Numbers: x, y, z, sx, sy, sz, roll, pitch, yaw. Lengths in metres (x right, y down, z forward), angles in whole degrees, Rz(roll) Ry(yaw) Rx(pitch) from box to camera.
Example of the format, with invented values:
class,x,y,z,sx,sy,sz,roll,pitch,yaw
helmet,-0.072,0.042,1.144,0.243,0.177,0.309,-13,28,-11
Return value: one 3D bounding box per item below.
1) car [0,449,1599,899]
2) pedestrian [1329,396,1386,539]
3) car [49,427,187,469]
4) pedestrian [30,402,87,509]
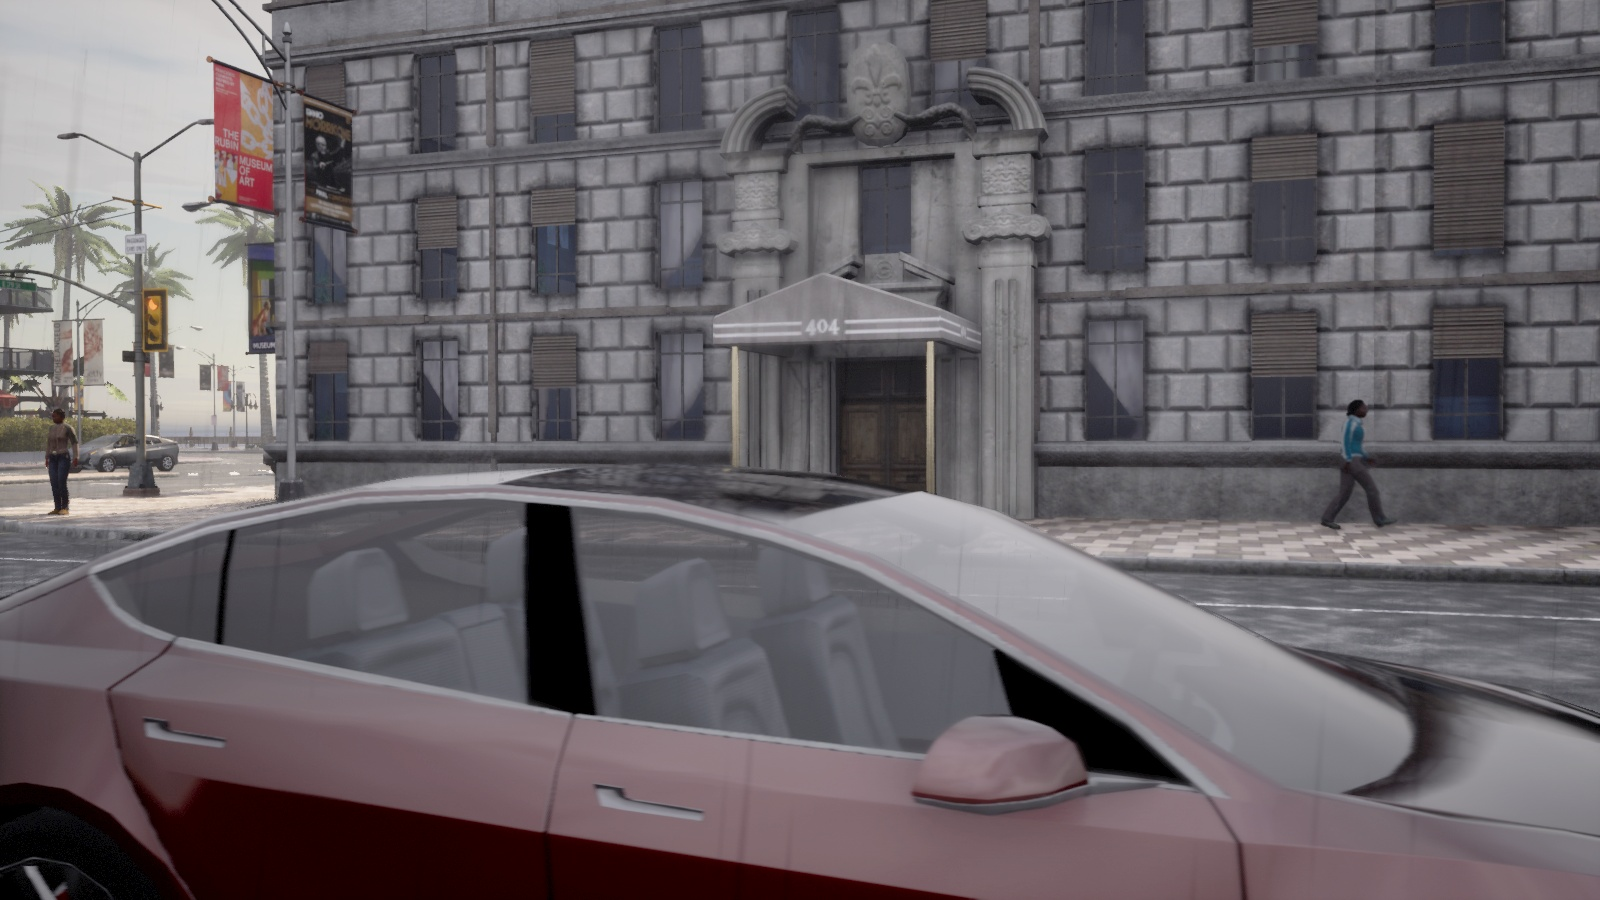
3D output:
class,x,y,z,sx,sy,sz,roll,pitch,yaw
car,0.053,0.776,3.177,4.792,1.488,2.163,1,1,18
pedestrian,7.649,0.236,17.254,0.692,1.930,0.396,1,1,23
car,-26.233,-0.102,48.491,2.007,1.525,4.514,1,1,19
pedestrian,-12.728,0.090,21.561,0.328,1.805,0.869,0,1,12
